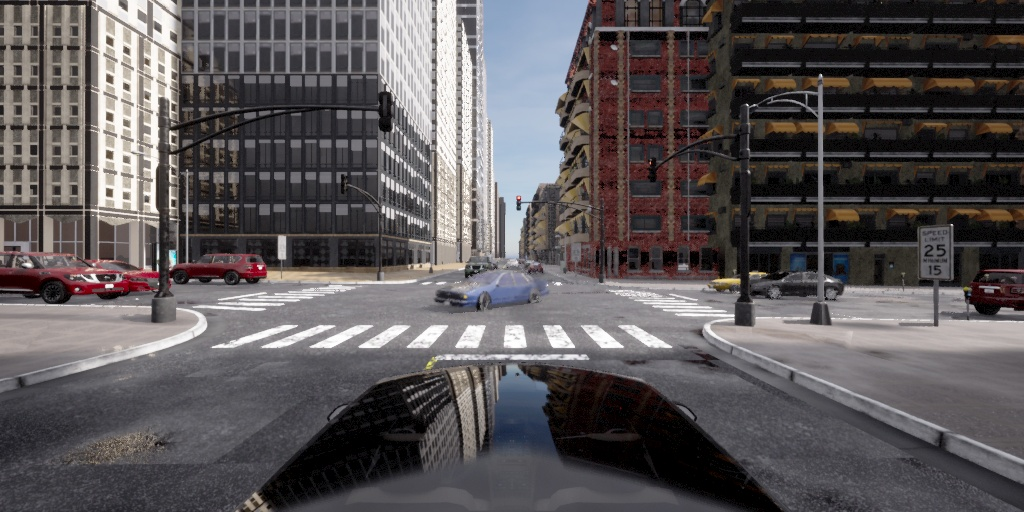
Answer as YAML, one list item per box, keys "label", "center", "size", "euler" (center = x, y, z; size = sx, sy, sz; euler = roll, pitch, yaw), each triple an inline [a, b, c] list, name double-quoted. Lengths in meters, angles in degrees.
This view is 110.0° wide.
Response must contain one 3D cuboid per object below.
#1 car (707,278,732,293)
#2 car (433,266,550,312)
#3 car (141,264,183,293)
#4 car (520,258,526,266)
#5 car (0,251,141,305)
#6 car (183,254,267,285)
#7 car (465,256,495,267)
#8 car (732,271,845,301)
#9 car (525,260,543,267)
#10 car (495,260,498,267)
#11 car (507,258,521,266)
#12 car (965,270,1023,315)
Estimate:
- label: "car"
  center: [14.645, 1.587, 22.003]
  size: [4.829, 1.417, 1.751]
  euler: [0, 0, 0]
- label: "car"
  center: [-0.583, 1.309, 14.727]
  size: [2.033, 1.411, 5.357]
  euler: [1, 0, 41]
- label: "car"
  center: [-18.151, 0.916, 15.951]
  size: [5.008, 1.535, 1.882]
  euler: [1, 0, 0]
- label: "car"
  center: [2.729, 1.317, 54.626]
  size: [2.007, 1.370, 4.403]
  euler: [0, 0, 0]
- label: "car"
  center: [-17.567, 0.757, 13.365]
  size: [5.009, 1.841, 2.192]
  euler: [0, 0, 0]
- label: "car"
  center: [-17.695, 0.776, 21.744]
  size: [5.009, 1.841, 2.192]
  euler: [0, 0, 0]
- label: "car"
  center: [-3.077, 0.977, 33.614]
  size: [2.150, 2.045, 5.566]
  euler: [0, 0, 0]
- label: "car"
  center: [15.047, 1.562, 19.404]
  size: [4.892, 1.490, 1.837]
  euler: [0, 0, 1]
- label: "car"
  center: [2.770, 1.341, 41.709]
  size: [1.802, 1.307, 4.207]
  euler: [0, 0, 0]
- label: "car"
  center: [-3.063, 1.286, 43.688]
  size: [1.812, 1.442, 4.674]
  euler: [0, 0, 0]
- label: "car"
  center: [0.143, 1.296, 59.823]
  size: [1.812, 1.442, 4.674]
  euler: [0, 0, 0]
- label: "car"
  center: [20.607, 1.461, 13.703]
  size: [5.009, 1.841, 2.192]
  euler: [0, 0, 0]
